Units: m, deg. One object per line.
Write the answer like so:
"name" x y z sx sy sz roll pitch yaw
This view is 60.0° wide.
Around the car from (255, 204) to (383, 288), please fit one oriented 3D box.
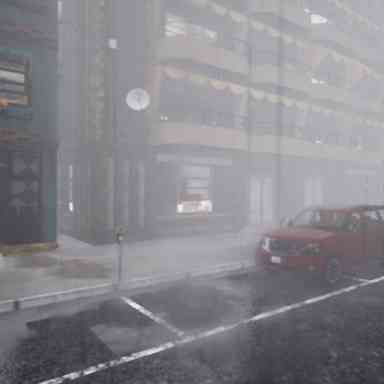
"car" 4.074 1.305 9.455 5.009 1.841 2.192 0 0 -35
